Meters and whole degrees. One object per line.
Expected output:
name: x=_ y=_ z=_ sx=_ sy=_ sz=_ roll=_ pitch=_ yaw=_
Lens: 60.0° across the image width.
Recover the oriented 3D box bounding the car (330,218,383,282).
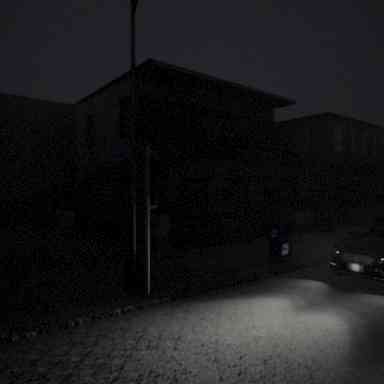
car: x=5.709 y=1.490 z=9.251 sx=4.902 sy=1.511 sz=2.128 roll=0 pitch=0 yaw=-39
